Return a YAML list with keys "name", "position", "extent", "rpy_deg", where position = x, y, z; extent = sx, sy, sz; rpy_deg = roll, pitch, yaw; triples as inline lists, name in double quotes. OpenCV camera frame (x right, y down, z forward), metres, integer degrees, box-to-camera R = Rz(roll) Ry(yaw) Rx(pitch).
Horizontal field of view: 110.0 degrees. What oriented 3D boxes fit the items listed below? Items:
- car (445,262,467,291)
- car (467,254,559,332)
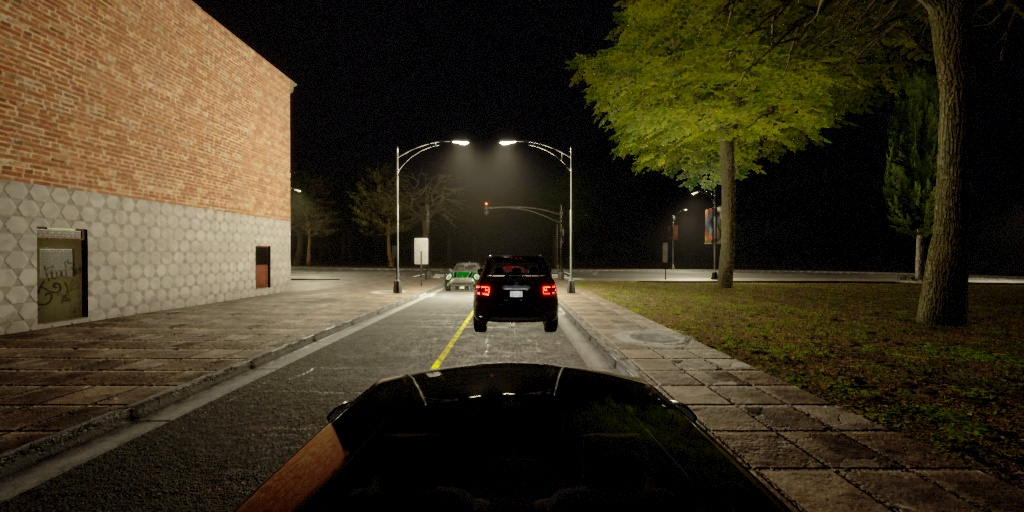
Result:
- name: "car"
  position: [-2.777, 1.183, 22.144]
  extent: [2.097, 1.767, 4.553]
  rpy_deg: [0, 0, 0]
- name: "car"
  position: [0.088, 0.980, 11.002]
  extent: [2.150, 2.045, 5.566]
  rpy_deg: [0, 0, 0]
